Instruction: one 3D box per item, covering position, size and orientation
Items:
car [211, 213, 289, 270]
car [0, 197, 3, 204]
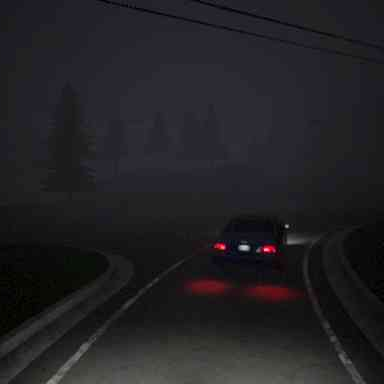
[{"bbox_3d":[2.004,1.378,10.524,2.033,1.411,5.357,0,1,17],"label":"car"},{"bbox_3d":[-25.568,0.824,41.122,1.812,1.442,4.674,0,1,9],"label":"car"}]
